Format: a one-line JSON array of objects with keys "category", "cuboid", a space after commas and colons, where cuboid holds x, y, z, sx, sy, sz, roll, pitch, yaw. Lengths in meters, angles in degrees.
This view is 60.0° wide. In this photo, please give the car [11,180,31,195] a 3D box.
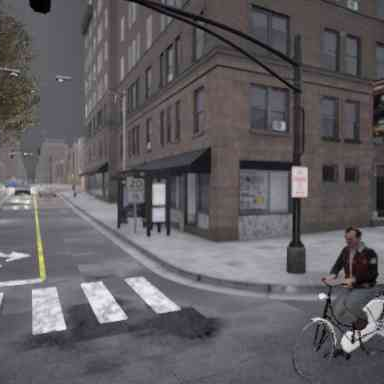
[{"category": "car", "cuboid": [-22.271, -0.386, 43.924, 2.033, 1.411, 5.357, 0, 4, -26]}]

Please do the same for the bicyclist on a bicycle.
[{"category": "bicyclist on a bicycle", "cuboid": [1.938, 1.344, 4.212, 1.843, 1.776, 0.659, -2, 0, -26]}]

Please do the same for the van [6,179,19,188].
[{"category": "van", "cuboid": [-34.839, -1.592, 64.074, 1.690, 1.788, 3.998, 2, 1, -26]}]

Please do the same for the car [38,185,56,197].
[{"category": "car", "cuboid": [-18.518, -0.221, 42.560, 1.812, 1.442, 4.674, 0, 4, -25]}]
